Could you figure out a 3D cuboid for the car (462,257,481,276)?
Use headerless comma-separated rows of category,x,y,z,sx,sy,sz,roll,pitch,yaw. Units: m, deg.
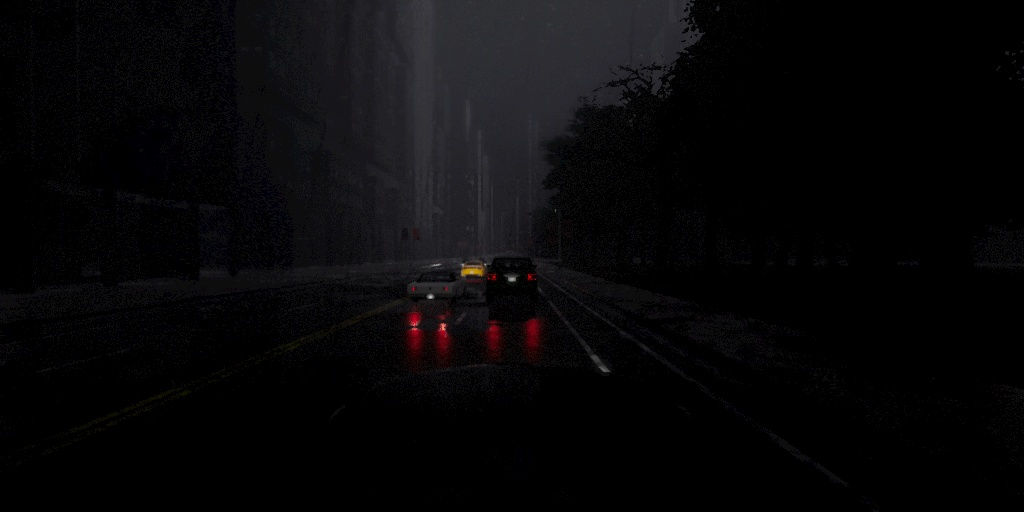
car,-3.250,1.139,31.497,1.882,1.535,5.008,0,0,0

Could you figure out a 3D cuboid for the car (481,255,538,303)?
car,0.000,0.978,16.527,2.150,2.045,5.566,0,0,0

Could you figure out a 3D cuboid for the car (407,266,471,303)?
car,-3.250,1.336,16.529,1.895,1.301,4.718,0,0,0
